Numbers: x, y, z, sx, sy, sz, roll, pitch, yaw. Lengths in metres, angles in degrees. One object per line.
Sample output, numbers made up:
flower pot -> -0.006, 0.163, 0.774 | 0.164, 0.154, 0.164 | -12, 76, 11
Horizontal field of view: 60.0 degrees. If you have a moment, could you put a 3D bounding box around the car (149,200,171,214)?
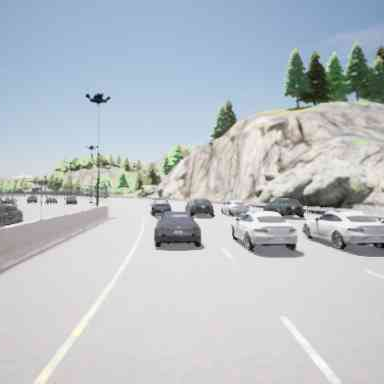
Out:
car -> -3.129, 1.507, 32.841 | 2.128, 1.511, 4.902 | 0, 0, -10

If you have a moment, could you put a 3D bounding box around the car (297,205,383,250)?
car -> 6.407, 1.516, 14.184 | 1.812, 1.442, 4.674 | 0, 0, -4

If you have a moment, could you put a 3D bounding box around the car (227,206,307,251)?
car -> 2.911, 1.524, 14.034 | 1.812, 1.442, 4.674 | 0, 0, -4

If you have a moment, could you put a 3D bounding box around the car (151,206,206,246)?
car -> -0.719, 1.570, 15.252 | 1.994, 1.385, 4.181 | 0, 0, -5

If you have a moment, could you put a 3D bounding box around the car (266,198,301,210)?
car -> 8.075, 1.343, 29.595 | 2.097, 1.767, 4.553 | 0, 0, -8

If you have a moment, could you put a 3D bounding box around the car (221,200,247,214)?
car -> 4.125, 1.526, 32.020 | 1.812, 1.442, 4.674 | 0, 0, -10

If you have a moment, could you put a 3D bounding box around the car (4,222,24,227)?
car -> -12.035, 1.536, 20.647 | 1.837, 1.490, 4.892 | 0, 0, -8

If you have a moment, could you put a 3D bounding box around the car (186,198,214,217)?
car -> 0.637, 1.359, 31.614 | 2.097, 1.767, 4.553 | 0, 0, -10
